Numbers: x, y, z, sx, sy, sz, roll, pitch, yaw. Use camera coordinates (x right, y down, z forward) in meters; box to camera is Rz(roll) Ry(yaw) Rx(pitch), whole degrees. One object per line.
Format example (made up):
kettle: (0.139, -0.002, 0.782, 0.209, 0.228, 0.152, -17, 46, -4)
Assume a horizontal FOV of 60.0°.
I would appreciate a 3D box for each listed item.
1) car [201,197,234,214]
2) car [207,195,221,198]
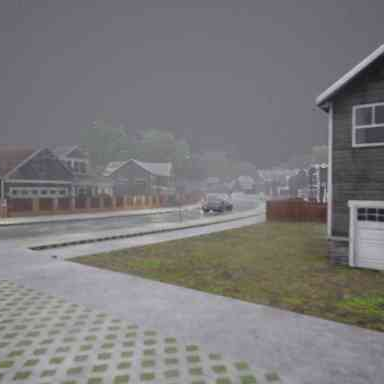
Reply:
car: (2.708, 1.500, 33.411, 1.895, 1.301, 4.718, 1, 0, 24)
car: (2.657, 1.221, 41.456, 2.097, 1.767, 4.553, 1, 0, 19)
